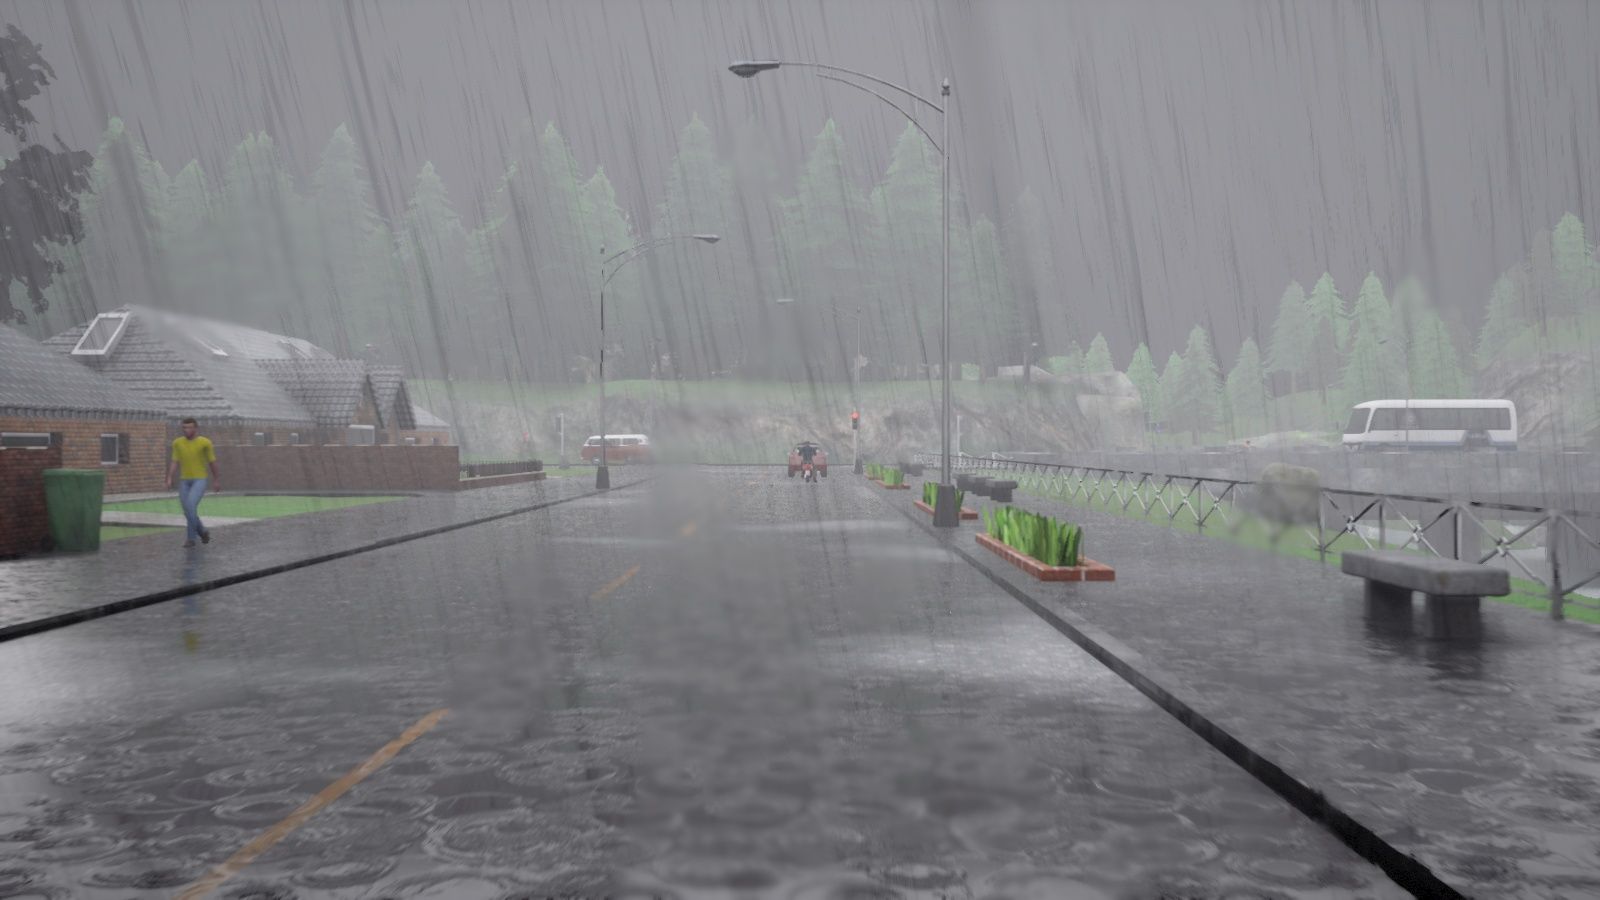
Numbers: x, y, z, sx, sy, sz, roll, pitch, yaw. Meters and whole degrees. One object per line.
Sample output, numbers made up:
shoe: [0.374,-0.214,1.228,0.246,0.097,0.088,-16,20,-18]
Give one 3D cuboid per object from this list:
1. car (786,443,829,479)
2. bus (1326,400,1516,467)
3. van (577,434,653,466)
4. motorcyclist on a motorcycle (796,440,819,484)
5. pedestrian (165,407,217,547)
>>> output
car: [0.333,0.450,55.180,1.845,1.501,3.633,0,0,0]
bus: [39.888,-1.054,80.950,10.273,4.253,3.944,0,0,0]
van: [-11.927,0.003,81.136,4.480,2.038,2.069,0,0,4]
motorcyclist on a motorcycle: [0.286,0.435,47.101,0.866,1.590,1.817,0,0,0]
pedestrian: [-8.185,0.355,16.889,0.354,1.836,0.706,0,0,-1]
